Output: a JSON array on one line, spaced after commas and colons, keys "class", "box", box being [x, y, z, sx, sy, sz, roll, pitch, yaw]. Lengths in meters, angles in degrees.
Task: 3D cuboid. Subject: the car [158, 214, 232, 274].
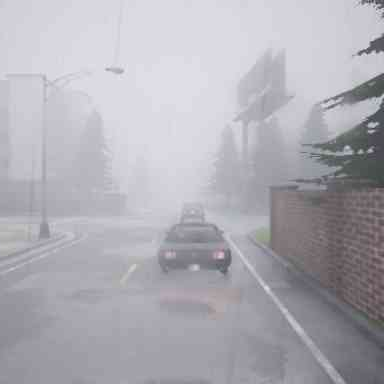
[{"class": "car", "box": [0.077, 1.608, 10.543, 1.895, 1.301, 4.718, 0, 0, 0]}]

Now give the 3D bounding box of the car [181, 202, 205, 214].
[{"class": "car", "box": [0.075, 1.530, 26.635, 2.033, 1.411, 5.357, 0, 0, 0]}]
